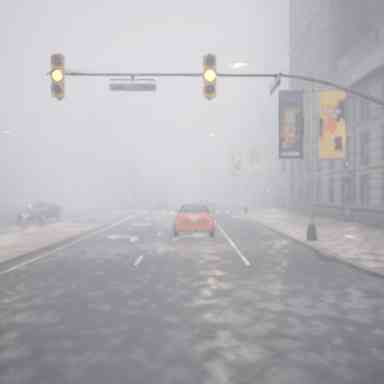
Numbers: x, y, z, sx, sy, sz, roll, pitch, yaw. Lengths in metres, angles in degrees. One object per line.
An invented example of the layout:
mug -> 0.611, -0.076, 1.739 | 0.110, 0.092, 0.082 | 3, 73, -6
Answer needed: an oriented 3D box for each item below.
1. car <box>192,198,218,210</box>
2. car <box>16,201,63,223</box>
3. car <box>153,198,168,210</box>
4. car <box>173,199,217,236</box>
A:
car -> 1.855, 1.567, 44.789 | 1.994, 1.385, 4.181 | 0, 0, 26
car -> -11.524, 1.492, 25.426 | 2.128, 1.511, 4.902 | 0, 0, 0
car -> -4.143, 1.550, 43.720 | 2.033, 1.411, 5.357 | 0, 0, -9
car -> 0.096, 1.354, 18.490 | 2.097, 1.767, 4.553 | 0, 0, 0
